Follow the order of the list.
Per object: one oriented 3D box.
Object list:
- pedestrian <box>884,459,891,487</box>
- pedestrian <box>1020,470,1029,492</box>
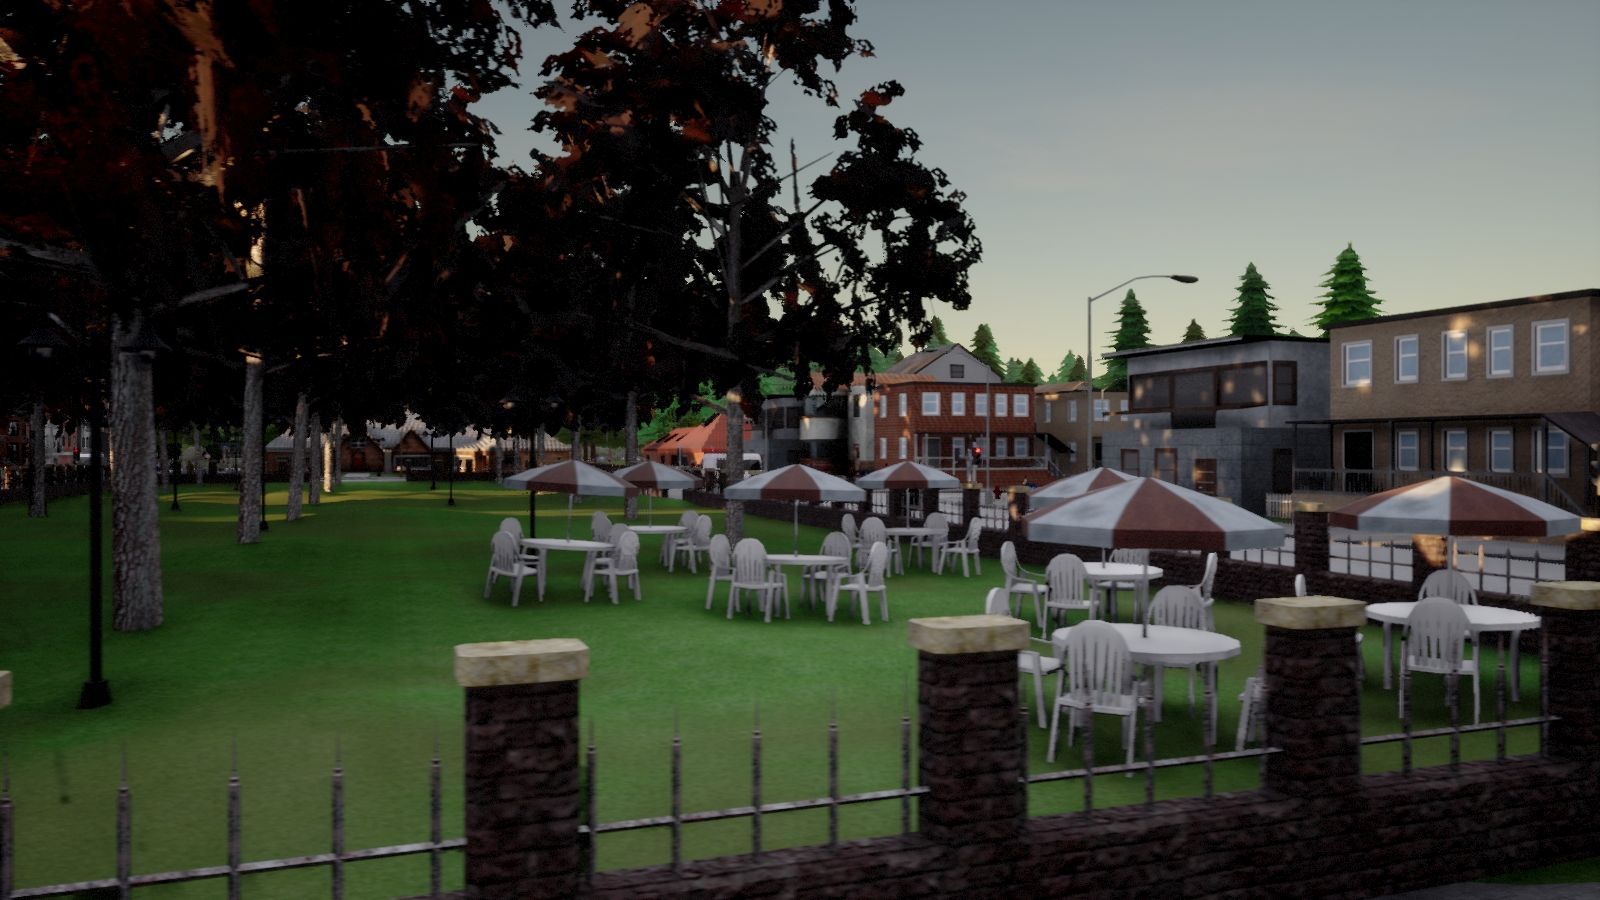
[{"bbox_3d":[5.827,1.518,76.179,0.375,1.860,0.375,0,0,-28],"label":"pedestrian"},{"bbox_3d":[13.350,1.824,67.925,0.375,1.300,0.375,0,0,-11],"label":"pedestrian"}]
